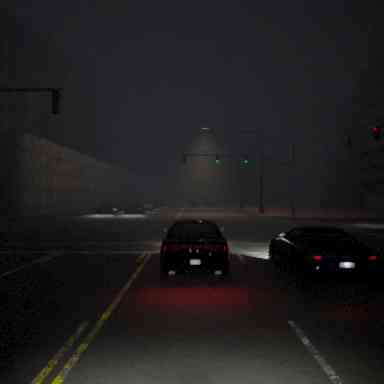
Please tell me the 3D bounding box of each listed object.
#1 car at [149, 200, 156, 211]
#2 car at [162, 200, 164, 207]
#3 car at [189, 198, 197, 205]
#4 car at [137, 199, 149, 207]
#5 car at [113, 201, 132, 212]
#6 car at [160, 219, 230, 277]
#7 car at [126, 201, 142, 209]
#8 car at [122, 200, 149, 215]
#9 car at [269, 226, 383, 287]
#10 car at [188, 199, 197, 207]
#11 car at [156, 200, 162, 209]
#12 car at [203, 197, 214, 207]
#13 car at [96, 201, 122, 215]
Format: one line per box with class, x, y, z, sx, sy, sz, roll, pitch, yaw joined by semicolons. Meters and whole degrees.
car;-6.975;2.143;50.255;1.812;1.442;4.674;0;-1;0
car;-6.856;2.355;69.676;1.837;1.490;4.892;0;-1;0
car;0.168;2.363;81.279;1.882;1.535;5.008;0;-1;0
car;-10.354;2.341;70.517;1.882;1.535;5.008;0;-1;0
car;-10.477;2.142;50.203;1.812;1.442;4.674;0;-1;0
car;0.062;1.611;10.707;1.882;1.535;5.008;0;-1;0
car;-10.437;2.301;60.102;1.994;1.385;4.181;0;-1;1
car;-7.006;2.074;41.497;1.994;1.385;4.181;0;-1;0
car;3.605;1.685;9.709;1.994;1.385;4.181;0;-1;0
car;0.147;2.391;71.276;1.812;1.442;4.674;0;-1;0
car;-6.944;2.235;59.500;1.837;1.490;4.892;0;-1;1
car;3.660;2.411;72.115;1.812;1.442;4.674;0;-1;0
car;-10.507;2.073;41.450;1.994;1.385;4.181;0;-1;0
